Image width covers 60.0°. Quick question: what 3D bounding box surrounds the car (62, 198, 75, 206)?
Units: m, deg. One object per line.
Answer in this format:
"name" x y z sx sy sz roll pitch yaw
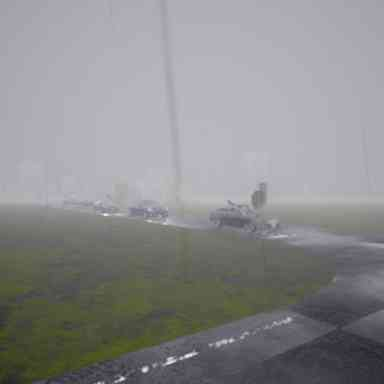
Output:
"car" -22.216 1.751 60.845 2.033 1.411 5.357 0 0 -35

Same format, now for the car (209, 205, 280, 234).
"car" 2.985 1.536 19.793 2.128 1.511 4.902 0 0 -35

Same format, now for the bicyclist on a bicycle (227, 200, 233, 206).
"bicyclist on a bicycle" 3.377 1.523 29.631 1.656 1.620 0.582 0 0 -35

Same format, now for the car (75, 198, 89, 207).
"car" -16.538 1.762 52.753 1.895 1.301 4.718 0 0 -35

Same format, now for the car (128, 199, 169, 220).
"car" -3.932 1.430 29.656 2.097 1.767 4.553 0 0 -35

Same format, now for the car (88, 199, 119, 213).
"car" -10.024 1.637 38.348 1.812 1.442 4.674 0 0 -35
